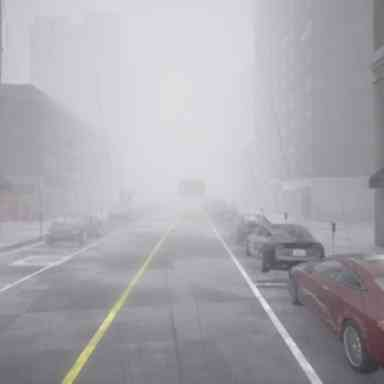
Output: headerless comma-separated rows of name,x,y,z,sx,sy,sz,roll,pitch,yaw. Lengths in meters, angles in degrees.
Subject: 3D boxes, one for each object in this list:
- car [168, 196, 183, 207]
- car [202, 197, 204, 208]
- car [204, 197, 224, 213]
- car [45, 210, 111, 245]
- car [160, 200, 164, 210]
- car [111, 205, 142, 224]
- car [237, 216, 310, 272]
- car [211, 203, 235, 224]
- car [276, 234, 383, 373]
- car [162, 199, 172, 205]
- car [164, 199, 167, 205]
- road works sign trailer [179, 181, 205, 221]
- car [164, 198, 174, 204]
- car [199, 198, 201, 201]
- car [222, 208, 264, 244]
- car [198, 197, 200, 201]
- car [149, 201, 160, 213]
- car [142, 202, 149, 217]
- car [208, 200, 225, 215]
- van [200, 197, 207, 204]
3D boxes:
car,-3.028,1.863,65.660,2.150,2.045,5.566,0,0,0
car,2.843,1.927,49.605,1.967,1.590,4.097,0,-1,0
car,2.847,1.695,38.560,2.192,1.841,5.009,0,-1,0
car,-5.672,1.715,16.439,2.008,1.369,4.403,0,-1,0
car,-5.683,2.052,49.587,1.947,1.339,4.313,0,-1,0
car,-5.676,1.817,27.489,1.887,1.381,4.507,0,-1,0
car,2.855,1.676,10.940,1.947,1.339,4.313,0,-1,0
car,2.850,1.839,27.511,1.947,1.339,4.313,0,-1,0
car,2.857,1.637,5.417,1.802,1.307,4.206,0,-1,0
car,-5.691,2.320,77.212,1.947,1.339,4.313,0,-1,0
car,-5.684,2.106,55.112,1.947,1.339,4.313,0,-1,0
road works sign trailer,-0.009,0.765,30.424,2.380,3.560,2.880,0,-1,0
car,-5.693,2.247,82.738,1.967,1.590,4.097,0,-1,0
car,2.840,2.144,60.651,2.008,1.369,4.403,0,-1,0
car,2.854,1.715,16.464,2.008,1.369,4.403,0,-1,0
car,2.838,2.198,66.174,2.008,1.369,4.403,0,-1,0
car,-5.681,1.978,44.063,1.887,1.381,4.507,0,-1,0
car,-5.678,1.908,33.013,1.802,1.307,4.206,0,-1,0
car,2.849,1.853,33.204,1.752,1.417,4.829,0,-1,0
van,2.833,2.149,82.746,1.690,1.788,3.998,0,-1,0
